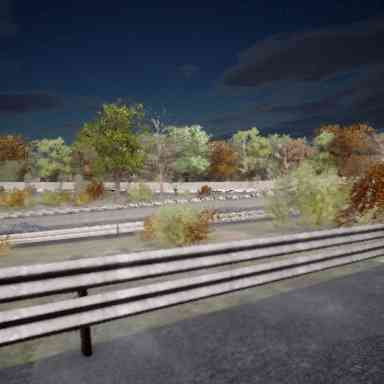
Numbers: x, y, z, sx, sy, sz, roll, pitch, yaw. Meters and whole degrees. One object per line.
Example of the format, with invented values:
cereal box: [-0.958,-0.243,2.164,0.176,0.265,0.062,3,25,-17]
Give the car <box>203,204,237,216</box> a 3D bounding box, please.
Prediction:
car: [4.302,2.729,51.096,4.718,1.301,1.895,-4,2,-19]

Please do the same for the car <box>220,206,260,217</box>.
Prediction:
car: [6.755,2.716,44.535,4.902,1.511,2.128,-4,2,-19]

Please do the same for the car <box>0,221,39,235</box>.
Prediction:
car: [-20.835,4.524,38.420,4.902,1.511,2.128,-4,2,-20]

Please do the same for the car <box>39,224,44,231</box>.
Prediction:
car: [-21.250,4.453,41.988,4.674,1.442,1.812,-4,2,-20]

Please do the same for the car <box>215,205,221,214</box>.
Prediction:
car: [5.499,2.726,47.805,5.357,1.411,2.033,-4,2,-19]
